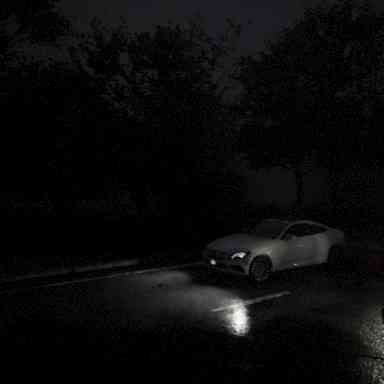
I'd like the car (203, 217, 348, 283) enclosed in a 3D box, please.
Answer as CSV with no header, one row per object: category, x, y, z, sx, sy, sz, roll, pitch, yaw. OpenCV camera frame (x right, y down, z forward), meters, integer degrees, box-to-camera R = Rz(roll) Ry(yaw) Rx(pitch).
car,2.539,1.484,9.596,4.674,1.442,1.812,0,0,-31
